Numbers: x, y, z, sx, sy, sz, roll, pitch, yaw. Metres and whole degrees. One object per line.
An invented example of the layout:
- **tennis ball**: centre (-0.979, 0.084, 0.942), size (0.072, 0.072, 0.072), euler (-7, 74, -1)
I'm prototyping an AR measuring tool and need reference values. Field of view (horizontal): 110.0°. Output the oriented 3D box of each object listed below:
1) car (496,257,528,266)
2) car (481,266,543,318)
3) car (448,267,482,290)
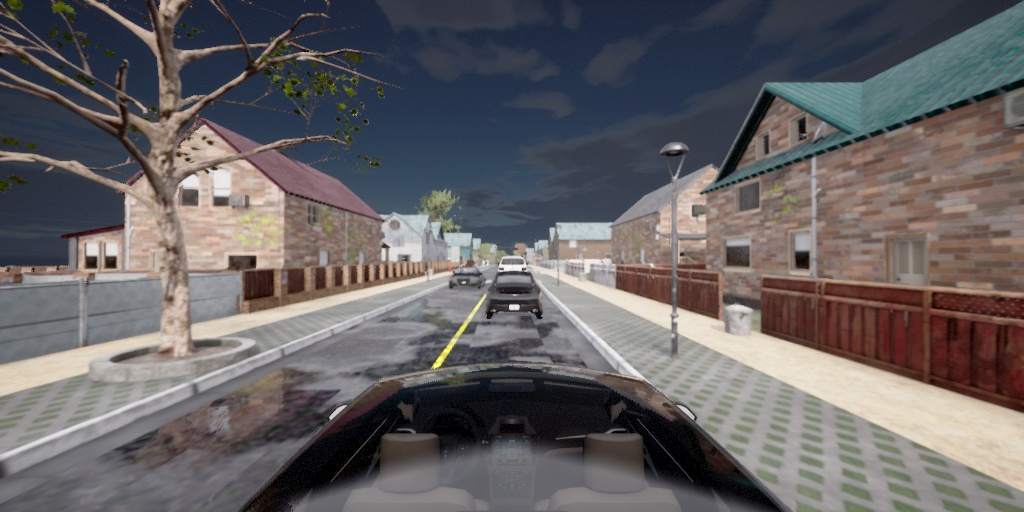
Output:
- **car**: centre (0.058, 1.077, 27.412), size (2.150, 2.045, 5.566), euler (0, 0, 0)
- **car**: centre (0.073, 1.291, 13.181), size (1.837, 1.490, 4.892), euler (0, 0, 0)
- **car**: centre (-2.861, 1.396, 23.272), size (1.994, 1.385, 4.181), euler (0, 0, 0)
